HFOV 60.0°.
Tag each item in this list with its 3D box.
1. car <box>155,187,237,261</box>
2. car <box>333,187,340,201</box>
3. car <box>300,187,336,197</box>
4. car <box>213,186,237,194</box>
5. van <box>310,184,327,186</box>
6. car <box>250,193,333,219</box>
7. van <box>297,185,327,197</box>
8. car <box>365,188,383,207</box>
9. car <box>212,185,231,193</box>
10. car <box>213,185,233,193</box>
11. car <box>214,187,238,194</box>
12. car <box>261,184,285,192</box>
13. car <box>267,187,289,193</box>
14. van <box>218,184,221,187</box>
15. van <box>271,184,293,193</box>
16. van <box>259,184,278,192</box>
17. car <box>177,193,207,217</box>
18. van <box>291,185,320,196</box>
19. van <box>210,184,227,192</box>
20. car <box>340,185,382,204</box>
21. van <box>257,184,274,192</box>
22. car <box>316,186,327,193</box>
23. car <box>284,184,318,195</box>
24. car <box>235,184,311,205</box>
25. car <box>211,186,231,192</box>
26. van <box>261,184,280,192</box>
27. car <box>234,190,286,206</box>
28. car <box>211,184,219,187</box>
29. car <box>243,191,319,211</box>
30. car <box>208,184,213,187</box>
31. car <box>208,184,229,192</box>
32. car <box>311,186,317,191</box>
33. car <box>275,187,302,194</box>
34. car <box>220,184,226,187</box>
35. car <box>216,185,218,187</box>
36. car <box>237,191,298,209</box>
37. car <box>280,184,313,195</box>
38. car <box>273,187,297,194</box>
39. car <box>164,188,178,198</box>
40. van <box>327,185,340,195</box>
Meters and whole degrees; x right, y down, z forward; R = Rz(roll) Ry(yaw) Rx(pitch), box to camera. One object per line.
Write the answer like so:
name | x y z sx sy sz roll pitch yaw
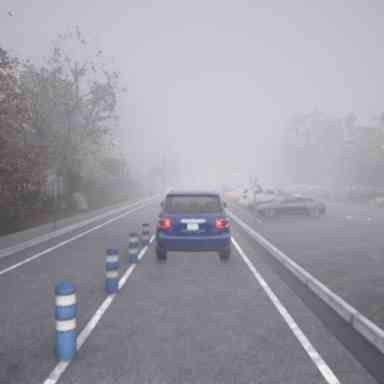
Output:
car | 0.050 0.949 11.358 2.150 2.045 5.566 0 1 0
car | 19.996 0.461 39.679 4.792 1.488 2.163 0 2 0
car | 20.148 0.032 53.513 5.008 1.535 2.097 0 1 1
car | 7.223 -0.440 73.118 4.892 1.521 2.231 0 1 0
van | 20.010 -0.123 50.724 4.442 1.987 1.878 0 2 0
car | 6.774 1.018 23.181 4.792 1.488 2.163 0 2 0
van | 20.282 -0.262 56.276 4.442 1.987 1.878 0 1 1
car | 19.768 0.704 31.375 5.366 1.575 1.946 0 2 0
car | 7.269 -0.770 81.441 4.553 1.767 2.185 0 1 0
car | 7.245 -0.702 78.666 4.553 1.767 2.185 0 1 0
car | 7.212 -0.372 70.343 4.892 1.521 2.231 0 1 0
car | 20.375 -0.968 84.094 5.566 2.045 2.435 0 1 0
car | 20.353 -0.538 78.437 4.674 1.452 2.002 0 1 0
van | 7.204 -0.259 56.460 4.442 1.987 1.878 0 1 0
van | 20.449 -0.739 75.786 4.442 1.987 1.878 0 1 0
van | 20.566 -1.075 89.507 4.442 1.987 1.878 0 1 0
car | 0.044 0.887 25.143 2.033 1.411 5.357 0 2 0
van | 20.073 -0.330 59.047 4.442 1.987 1.878 0 1 0
van | 7.254 -1.074 89.765 4.442 1.987 1.878 0 1 0
car | 20.029 0.273 36.901 5.566 2.045 2.435 0 2 0
van | 20.357 -1.146 92.411 4.442 1.987 1.878 0 1 0
car | 20.102 0.282 45.340 4.792 1.488 2.163 0 2 1
car | 20.185 -0.423 61.814 5.566 2.045 2.435 0 1 0
car | 6.879 0.553 28.720 5.566 2.045 2.435 0 2 0
car | 7.318 -0.713 84.219 5.008 1.535 2.097 0 1 0
van | 20.543 -1.011 86.863 4.442 1.987 1.878 0 1 0
car | 6.905 0.621 34.279 4.892 1.521 2.231 0 2 0
car | 6.997 -0.308 67.569 5.366 1.575 1.946 0 1 0
car | 6.833 0.896 25.955 5.008 1.535 2.097 0 2 0
car | 7.067 -0.511 75.895 5.366 1.575 1.946 0 1 0
car | 7.423 -1.167 92.539 5.566 2.045 2.435 0 1 0
car | 20.124 0.206 47.978 4.792 1.488 2.163 0 2 0
car | 20.279 -0.375 70.129 5.008 1.535 2.097 0 1 0
car | 7.071 -0.020 50.915 4.553 1.767 2.185 0 2 0
car | 7.082 -0.071 59.243 4.792 1.488 2.163 0 1 0
car | 7.060 0.709 31.502 5.366 1.575 1.946 0 2 0
car | 20.209 -0.491 64.584 5.566 2.045 2.435 0 1 0
car | 20.312 -0.406 73.024 4.674 1.452 2.002 0 1 0
car | -3.249 0.118 52.333 1.812 1.442 4.674 0 2 1
van | 20.166 0.113 42.562 4.442 1.987 1.878 0 2 0
